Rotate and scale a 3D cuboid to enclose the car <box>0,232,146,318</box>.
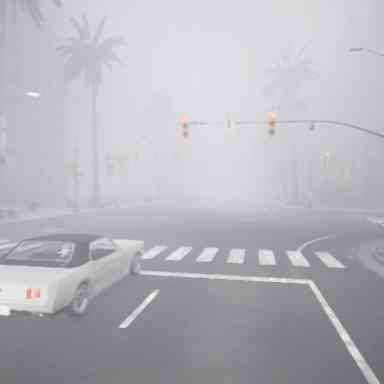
[{"bbox_3d":[-2.564,1.547,7.351,1.895,1.301,4.718,0,0,10],"label":"car"}]

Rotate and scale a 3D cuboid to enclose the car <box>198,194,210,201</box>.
[{"bbox_3d":[2.762,1.211,75.640,1.994,1.385,4.181,0,0,10],"label":"car"}]

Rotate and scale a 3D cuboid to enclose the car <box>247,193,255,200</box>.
[{"bbox_3d":[14.397,1.250,80.969,2.033,1.411,5.357,0,0,10],"label":"car"}]

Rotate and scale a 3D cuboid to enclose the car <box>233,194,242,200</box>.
[{"bbox_3d":[10.957,1.225,81.615,2.033,1.411,5.357,0,0,10],"label":"car"}]

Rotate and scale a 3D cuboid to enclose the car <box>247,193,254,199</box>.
[{"bbox_3d":[16.160,1.168,91.287,1.837,1.490,4.892,0,0,10],"label":"car"}]

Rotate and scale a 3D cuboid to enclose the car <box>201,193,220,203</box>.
[{"bbox_3d":[3.278,1.340,59.251,1.895,1.301,4.718,0,0,11],"label":"car"}]

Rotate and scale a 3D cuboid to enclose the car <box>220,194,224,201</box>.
[{"bbox_3d":[6.173,1.210,74.842,1.812,1.442,4.674,0,0,10],"label":"car"}]

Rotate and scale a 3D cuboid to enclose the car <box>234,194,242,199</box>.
[{"bbox_3d":[12.714,1.236,91.906,1.895,1.301,4.718,0,0,10],"label":"car"}]

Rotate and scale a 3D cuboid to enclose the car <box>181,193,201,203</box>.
[{"bbox_3d":[-0.155,1.190,59.938,1.882,1.535,5.008,0,0,11],"label":"car"}]

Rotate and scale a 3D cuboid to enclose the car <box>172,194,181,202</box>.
[{"bbox_3d":[-2.465,1.186,64.839,2.161,1.482,4.786,0,0,10],"label":"car"}]

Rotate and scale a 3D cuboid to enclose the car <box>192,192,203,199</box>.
[{"bbox_3d":[1.532,0.952,86.402,2.185,1.767,4.553,0,0,10],"label":"car"}]
